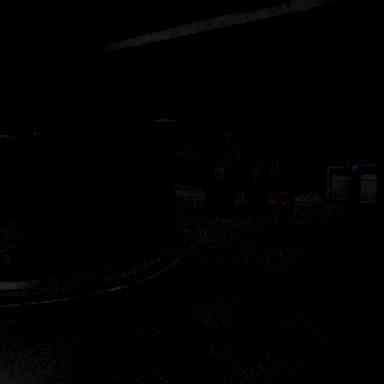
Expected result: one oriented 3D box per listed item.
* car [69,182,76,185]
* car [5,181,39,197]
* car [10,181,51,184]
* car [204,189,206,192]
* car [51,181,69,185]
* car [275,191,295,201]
[{"bbox_3d":[-25.450,-1.285,68.081,4.605,1.855,1.932,2,2,35],"label":"car"},{"bbox_3d":[-21.776,-0.468,42.440,4.605,1.855,1.932,2,2,35],"label":"car"},{"bbox_3d":[-17.244,-0.181,35.223,3.866,1.878,1.905,2,2,35],"label":"car"},{"bbox_3d":[4.875,-0.314,65.613,5.027,1.636,2.152,2,2,35],"label":"car"},{"bbox_3d":[-26.788,-1.260,65.469,3.866,1.878,1.905,2,2,35],"label":"car"},{"bbox_3d":[13.993,0.532,49.928,1.812,1.442,4.674,2,2,36],"label":"car"}]
